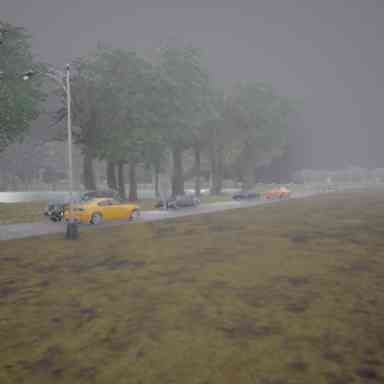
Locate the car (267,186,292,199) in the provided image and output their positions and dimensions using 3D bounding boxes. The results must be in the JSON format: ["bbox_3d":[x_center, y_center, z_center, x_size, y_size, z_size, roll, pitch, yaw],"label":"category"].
[{"bbox_3d":[11.925,-0.007,45.369,2.097,1.767,4.553,-1,2,35],"label":"car"}]

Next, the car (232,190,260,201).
[{"bbox_3d":[7.068,0.452,43.432,1.895,1.301,4.718,-1,2,35],"label":"car"}]

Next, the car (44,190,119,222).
[{"bbox_3d":[-7.264,0.885,22.954,2.150,2.045,5.566,-1,1,35],"label":"car"}]

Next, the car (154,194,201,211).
[{"bbox_3d":[-1.241,0.927,31.575,2.033,1.411,5.357,-1,1,34],"label":"car"}]

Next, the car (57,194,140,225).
[{"bbox_3d":[-5.373,1.118,20.655,1.882,1.535,5.008,-1,1,35],"label":"car"}]
